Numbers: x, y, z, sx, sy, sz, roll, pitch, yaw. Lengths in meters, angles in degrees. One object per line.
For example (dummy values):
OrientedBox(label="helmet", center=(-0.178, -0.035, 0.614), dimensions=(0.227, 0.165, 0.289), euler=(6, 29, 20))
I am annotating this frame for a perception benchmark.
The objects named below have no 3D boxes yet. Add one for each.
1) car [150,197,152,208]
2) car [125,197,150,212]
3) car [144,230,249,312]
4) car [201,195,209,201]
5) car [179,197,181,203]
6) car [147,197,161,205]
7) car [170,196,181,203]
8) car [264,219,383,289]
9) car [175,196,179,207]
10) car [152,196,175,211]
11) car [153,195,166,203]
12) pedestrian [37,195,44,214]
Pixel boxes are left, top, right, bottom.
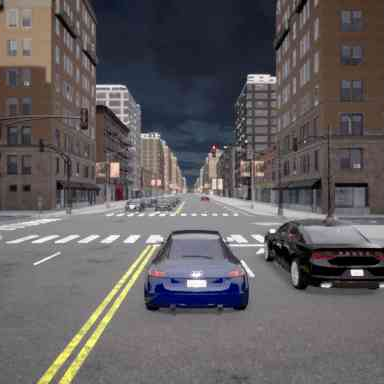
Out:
OrientedBox(label="car", center=(-6.655, 1.502, 48.469), dimensions=(1.837, 1.490, 4.892), euler=(0, 0, 0))
OrientedBox(label="car", center=(-6.644, 1.490, 39.223), dimensions=(2.128, 1.511, 4.902), euler=(0, 0, 0))
OrientedBox(label="car", center=(0.079, 1.564, 7.800), dimensions=(1.994, 1.385, 4.181), euler=(0, 0, 0))
OrientedBox(label="car", center=(3.152, 1.464, 80.604), dimensions=(1.882, 1.535, 5.008), euler=(0, 0, 0))
OrientedBox(label="car", center=(-3.396, 1.557, 59.329), dimensions=(1.994, 1.385, 4.181), euler=(0, 0, 0))
OrientedBox(label="car", center=(-6.650, 1.594, 58.393), dimensions=(1.895, 1.301, 4.718), euler=(0, 0, 0))
OrientedBox(label="car", center=(-3.335, 1.500, 69.715), dimensions=(2.033, 1.411, 5.357), euler=(0, 0, 0))
OrientedBox(label="car", center=(3.327, 1.478, 9.180), dimensions=(1.882, 1.535, 5.008), euler=(0, 0, 0))
OrientedBox(label="car", center=(-3.402, 1.501, 49.785), dimensions=(1.837, 1.490, 4.892), euler=(0, 0, 0))
OrientedBox(label="car", center=(-3.396, 1.504, 40.476), dimensions=(1.837, 1.490, 4.892), euler=(0, 0, 0))
OrientedBox(label="car", center=(-6.592, 1.482, 68.508), dimensions=(2.128, 1.511, 4.902), euler=(0, 0, 0))
OrientedBox(label="pedestrian", center=(-14.180, 1.170, 31.106), dimensions=(0.375, 1.860, 0.375), euler=(0, 0, 0))
